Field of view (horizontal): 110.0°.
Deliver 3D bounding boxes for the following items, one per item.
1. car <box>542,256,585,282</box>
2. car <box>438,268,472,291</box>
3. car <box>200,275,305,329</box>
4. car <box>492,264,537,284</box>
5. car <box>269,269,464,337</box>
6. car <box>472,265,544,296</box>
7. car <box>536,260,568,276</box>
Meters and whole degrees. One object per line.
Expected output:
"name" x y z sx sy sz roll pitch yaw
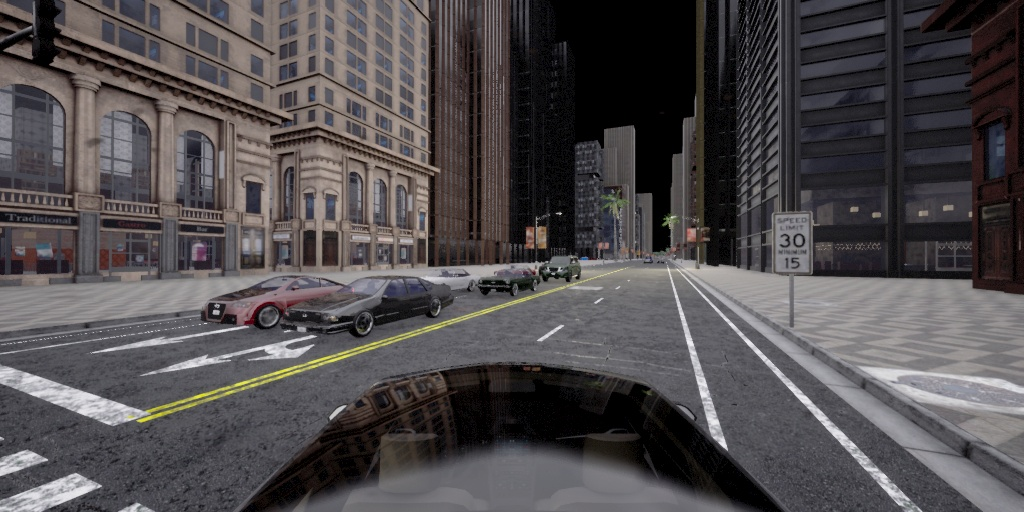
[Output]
"car" 4.158 0.987 29.357 2.150 2.045 5.566 0 0 23
"car" -3.626 1.357 19.398 1.895 1.301 4.718 0 0 23
"car" -7.057 1.316 11.337 1.994 1.385 4.181 0 0 23
"car" 0.282 1.364 28.561 1.895 1.301 4.718 0 0 23
"car" -3.800 1.299 10.698 2.033 1.411 5.357 0 0 23
"car" -0.040 1.358 19.519 1.895 1.301 4.718 0 0 23
"car" 4.319 1.251 37.935 1.882 1.535 5.008 0 0 24
